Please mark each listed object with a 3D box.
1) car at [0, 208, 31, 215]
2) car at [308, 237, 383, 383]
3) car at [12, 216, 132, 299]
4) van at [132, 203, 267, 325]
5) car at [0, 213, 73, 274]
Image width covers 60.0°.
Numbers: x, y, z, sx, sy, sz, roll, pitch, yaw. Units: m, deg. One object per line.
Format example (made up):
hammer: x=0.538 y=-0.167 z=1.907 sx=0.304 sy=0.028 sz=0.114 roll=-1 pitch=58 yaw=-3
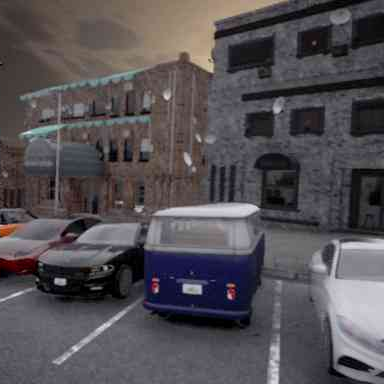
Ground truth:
car: x=-6.645 y=1.374 z=12.116 sx=2.185 sy=1.767 sz=4.553 roll=0 pitch=-1 yaw=15
car: x=2.944 y=1.514 z=5.357 sx=2.002 sy=1.452 sz=4.674 roll=0 pitch=-1 yaw=15
car: x=-1.840 y=1.475 z=8.758 sx=2.097 sy=1.535 sz=5.008 roll=0 pitch=-1 yaw=15
van: x=0.580 y=1.247 z=7.169 sx=1.878 sy=1.987 sz=4.442 roll=0 pitch=-1 yaw=15
car: x=-4.240 y=1.515 z=10.418 sx=2.163 sy=1.488 sz=4.792 roll=0 pitch=-1 yaw=15
